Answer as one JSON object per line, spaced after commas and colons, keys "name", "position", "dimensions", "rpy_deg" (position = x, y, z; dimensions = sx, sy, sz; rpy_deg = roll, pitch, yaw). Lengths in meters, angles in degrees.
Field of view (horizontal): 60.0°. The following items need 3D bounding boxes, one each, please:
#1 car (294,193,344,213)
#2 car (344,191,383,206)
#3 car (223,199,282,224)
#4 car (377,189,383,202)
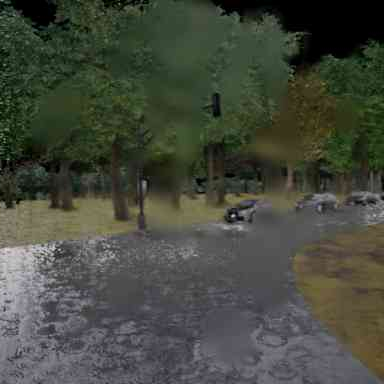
{"name": "car", "position": [10.047, 0.850, 26.731], "dimensions": [4.892, 1.490, 1.837], "rpy_deg": [-2, -1, -44]}
{"name": "car", "position": [17.121, 0.620, 33.517], "dimensions": [5.357, 1.411, 2.033], "rpy_deg": [-2, -1, -44]}
{"name": "car", "position": [3.813, 1.156, 20.718], "dimensions": [4.181, 1.385, 1.994], "rpy_deg": [-2, -1, -43]}
{"name": "car", "position": [24.841, 0.328, 40.883], "dimensions": [5.357, 1.411, 2.033], "rpy_deg": [-2, -1, -43]}
